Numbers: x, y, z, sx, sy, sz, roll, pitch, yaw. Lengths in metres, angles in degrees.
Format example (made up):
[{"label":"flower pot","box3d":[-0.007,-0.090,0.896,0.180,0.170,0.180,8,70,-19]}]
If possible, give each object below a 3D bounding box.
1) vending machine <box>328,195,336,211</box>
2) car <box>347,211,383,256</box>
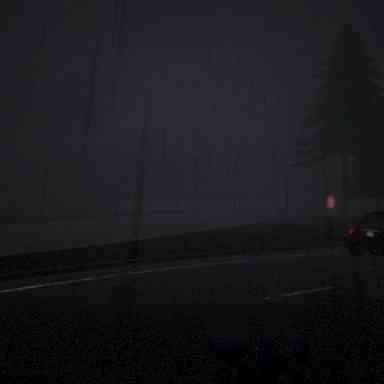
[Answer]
[{"label":"vending machine","box3d":[19.197,1.533,45.590,0.880,2.100,1.100,1,0,13]},{"label":"car","box3d":[7.891,1.465,11.997,4.553,1.767,2.097,1,0,-24]}]
